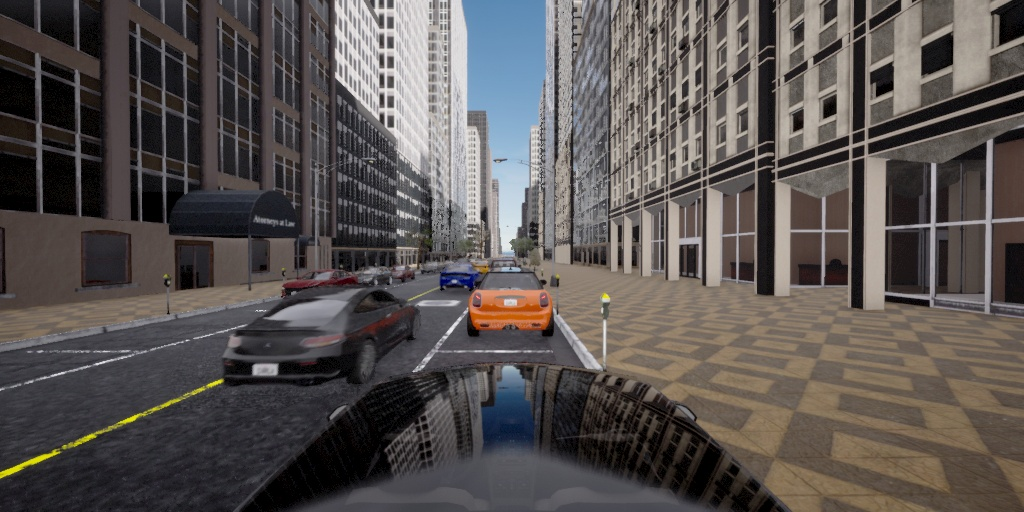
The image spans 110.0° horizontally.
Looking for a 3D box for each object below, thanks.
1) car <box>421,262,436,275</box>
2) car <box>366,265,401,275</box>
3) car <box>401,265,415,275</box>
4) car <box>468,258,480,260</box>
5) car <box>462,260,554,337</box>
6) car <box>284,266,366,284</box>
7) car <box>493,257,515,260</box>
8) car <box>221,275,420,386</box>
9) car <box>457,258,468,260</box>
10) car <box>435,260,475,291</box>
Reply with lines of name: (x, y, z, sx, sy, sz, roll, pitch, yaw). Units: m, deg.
car: (-8.837, 1.293, 39.574, 2.007, 1.370, 4.403, 0, 0, 0)
car: (-8.838, 1.297, 22.523, 2.007, 1.370, 4.403, 0, 0, 0)
car: (-8.837, 1.327, 28.206, 1.802, 1.307, 4.207, 0, 0, 0)
car: (-3.092, 1.221, 36.940, 1.882, 1.535, 5.008, 0, 0, 0)
car: (-0.033, 1.101, 10.471, 2.097, 1.767, 4.553, 0, 0, 0)
car: (-8.837, 1.292, 16.839, 1.888, 1.381, 4.507, 0, 0, 0)
car: (-0.457, 1.061, 22.523, 2.192, 1.841, 5.009, 0, 0, 0)
car: (-3.150, 1.274, 6.871, 1.812, 1.442, 4.674, 0, 0, 0)
car: (-6.189, 1.093, 44.611, 2.097, 1.767, 4.553, 0, 0, 0)
car: (-3.089, 1.224, 21.908, 1.882, 1.535, 5.008, 0, 0, 1)
